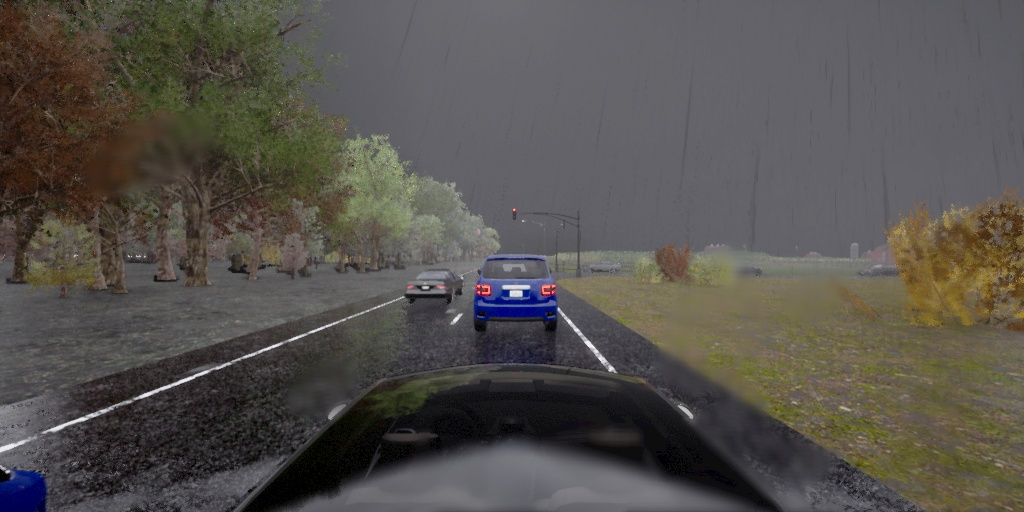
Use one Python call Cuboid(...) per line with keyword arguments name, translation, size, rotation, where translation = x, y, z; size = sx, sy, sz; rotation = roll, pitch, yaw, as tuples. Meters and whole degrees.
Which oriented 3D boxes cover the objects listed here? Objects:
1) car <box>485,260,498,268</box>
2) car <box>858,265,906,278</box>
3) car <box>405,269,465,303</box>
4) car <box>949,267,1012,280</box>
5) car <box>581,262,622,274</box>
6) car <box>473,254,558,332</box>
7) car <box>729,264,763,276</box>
Cuboid(name="car", translation=(-3.463, 1.347, 60.921), size=(1.895, 1.301, 4.718), rotation=(0, 0, 0))
Cuboid(name="car", translation=(44.322, 1.812, 42.912), size=(4.674, 1.442, 1.812), rotation=(1, -1, 0))
Cuboid(name="car", translation=(-3.415, 1.299, 16.625), size=(2.033, 1.411, 5.357), rotation=(0, 0, 0))
Cuboid(name="car", translation=(50.983, 1.846, 39.284), size=(5.357, 1.411, 2.033), rotation=(1, -1, 1))
Cuboid(name="car", translation=(10.800, 1.420, 43.546), size=(4.902, 1.511, 2.128), rotation=(1, -1, 7))
Cuboid(name="car", translation=(0.090, 0.972, 11.064), size=(2.150, 2.045, 5.566), rotation=(0, 0, 0))
Cuboid(name="car", translation=(27.421, 1.627, 42.993), size=(4.674, 1.442, 1.812), rotation=(1, -1, 0))
